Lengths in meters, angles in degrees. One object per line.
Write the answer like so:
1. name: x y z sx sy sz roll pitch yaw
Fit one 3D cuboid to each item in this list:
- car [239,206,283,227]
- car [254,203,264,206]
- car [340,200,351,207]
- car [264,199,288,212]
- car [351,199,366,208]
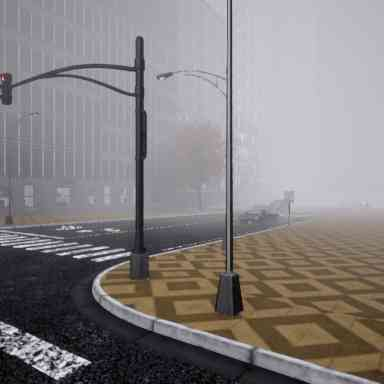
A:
1. car: 5.704 2.101 27.828 1.895 1.301 4.718 0 -1 33
2. car: 11.061 2.497 54.048 1.994 1.385 4.181 0 -1 33
3. car: 39.560 3.205 86.117 2.033 1.411 5.357 0 -1 33
4. car: 13.776 2.158 52.262 2.150 2.045 5.566 0 -1 33
5. car: 42.288 3.147 84.351 1.882 1.535 5.008 0 -1 33
